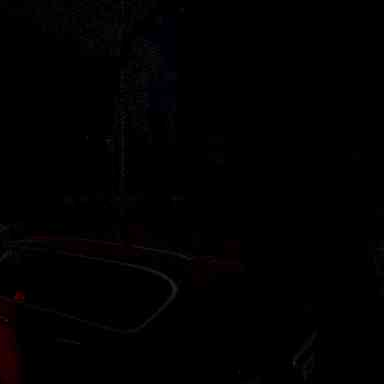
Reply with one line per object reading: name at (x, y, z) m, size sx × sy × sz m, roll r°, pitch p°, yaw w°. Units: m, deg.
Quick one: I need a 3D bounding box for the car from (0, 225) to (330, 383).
car at (-1.118, 1.325, 3.758) m, size 5.009 × 1.841 × 2.192 m, roll 0°, pitch 0°, yaw 35°
